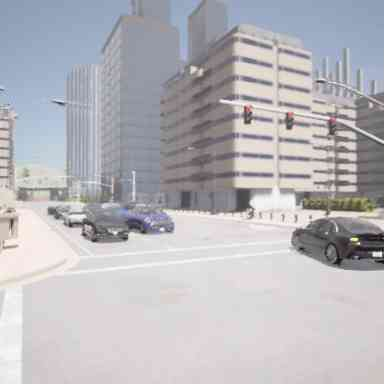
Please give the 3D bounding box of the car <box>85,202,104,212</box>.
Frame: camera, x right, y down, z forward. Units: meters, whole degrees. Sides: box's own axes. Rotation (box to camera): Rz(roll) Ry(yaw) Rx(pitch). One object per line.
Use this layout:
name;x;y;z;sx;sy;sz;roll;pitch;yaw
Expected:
car;-16.899;2.508;57.455;2.128;1.511;4.902;0;-1;-27

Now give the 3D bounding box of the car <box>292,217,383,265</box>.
car;5.436;1.703;12.572;1.837;1.490;4.892;2;-1;-6

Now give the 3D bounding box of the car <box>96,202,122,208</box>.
car;-7.037;2.013;30.454;1.882;1.535;5.008;0;-1;-27

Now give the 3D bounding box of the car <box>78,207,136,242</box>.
car;-4.914;1.837;18.680;1.837;1.490;4.892;0;-1;-27

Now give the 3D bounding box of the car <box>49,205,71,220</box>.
car;-13.726;2.138;35.809;2.128;1.511;4.902;0;-1;-27

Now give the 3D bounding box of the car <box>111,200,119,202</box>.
car;-12.688;2.395;49.396;1.812;1.442;4.674;0;-1;-27

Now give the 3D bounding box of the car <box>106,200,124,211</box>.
car;-13.774;2.386;59.033;2.097;1.767;4.553;0;-1;-27

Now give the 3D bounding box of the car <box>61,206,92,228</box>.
car;-9.155;2.083;26.912;1.895;1.301;4.718;0;-1;-27

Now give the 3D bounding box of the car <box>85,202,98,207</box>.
car;-11.551;2.048;39.242;2.097;1.767;4.553;0;-1;-27

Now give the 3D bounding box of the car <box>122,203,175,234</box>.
car;-2.838;1.738;22.298;2.097;1.767;4.553;0;-1;-27

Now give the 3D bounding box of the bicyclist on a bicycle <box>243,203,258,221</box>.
bicyclist on a bicycle;5.356;1.798;30.374;1.656;1.620;0.582;0;-1;-27
